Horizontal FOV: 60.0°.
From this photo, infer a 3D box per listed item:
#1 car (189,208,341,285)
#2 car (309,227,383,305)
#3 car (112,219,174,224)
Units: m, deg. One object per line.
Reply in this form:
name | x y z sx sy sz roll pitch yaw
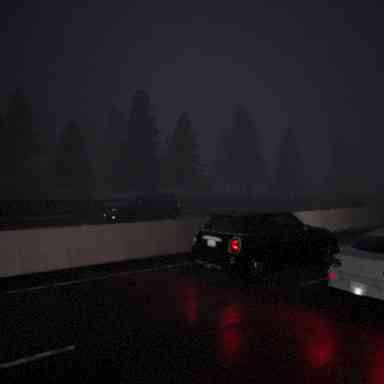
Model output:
car | 2.220 1.295 9.609 4.553 1.767 2.097 -1 0 -36
car | 4.782 1.464 7.141 4.674 1.442 1.812 -1 0 -35
car | -3.387 1.136 23.060 5.566 2.045 2.150 -1 0 -35
